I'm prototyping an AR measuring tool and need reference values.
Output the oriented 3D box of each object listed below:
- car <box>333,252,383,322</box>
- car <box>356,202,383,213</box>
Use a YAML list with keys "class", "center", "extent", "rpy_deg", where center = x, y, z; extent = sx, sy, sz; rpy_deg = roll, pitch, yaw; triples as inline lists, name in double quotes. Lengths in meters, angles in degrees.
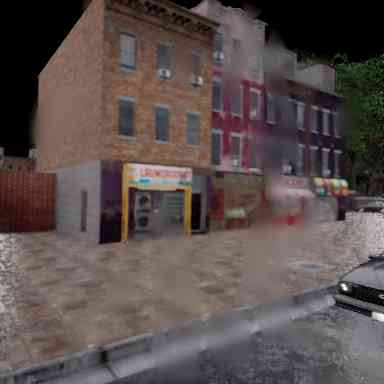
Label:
- class: "car"
  center: [5.116, 1.567, 6.716]
  extent: [5.357, 1.411, 2.033]
  rpy_deg: [0, 0, -35]
- class: "car"
  center: [22.594, 1.914, 40.988]
  extent: [2.008, 1.369, 4.403]
  rpy_deg: [1, -1, -35]
